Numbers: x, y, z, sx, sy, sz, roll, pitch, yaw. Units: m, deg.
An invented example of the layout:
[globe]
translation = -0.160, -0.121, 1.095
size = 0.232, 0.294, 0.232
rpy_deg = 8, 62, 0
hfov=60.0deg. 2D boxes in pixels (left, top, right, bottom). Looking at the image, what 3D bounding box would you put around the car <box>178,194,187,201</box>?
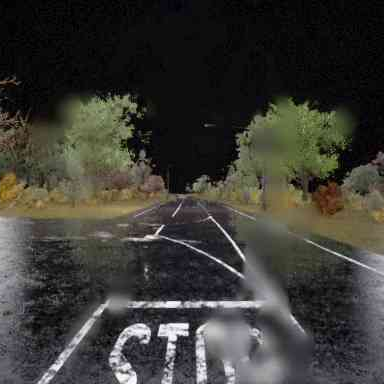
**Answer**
[car]
translation = -2.522, 1.411, 87.962
size = 2.097, 1.767, 4.553
rpy_deg = 0, 0, 6
